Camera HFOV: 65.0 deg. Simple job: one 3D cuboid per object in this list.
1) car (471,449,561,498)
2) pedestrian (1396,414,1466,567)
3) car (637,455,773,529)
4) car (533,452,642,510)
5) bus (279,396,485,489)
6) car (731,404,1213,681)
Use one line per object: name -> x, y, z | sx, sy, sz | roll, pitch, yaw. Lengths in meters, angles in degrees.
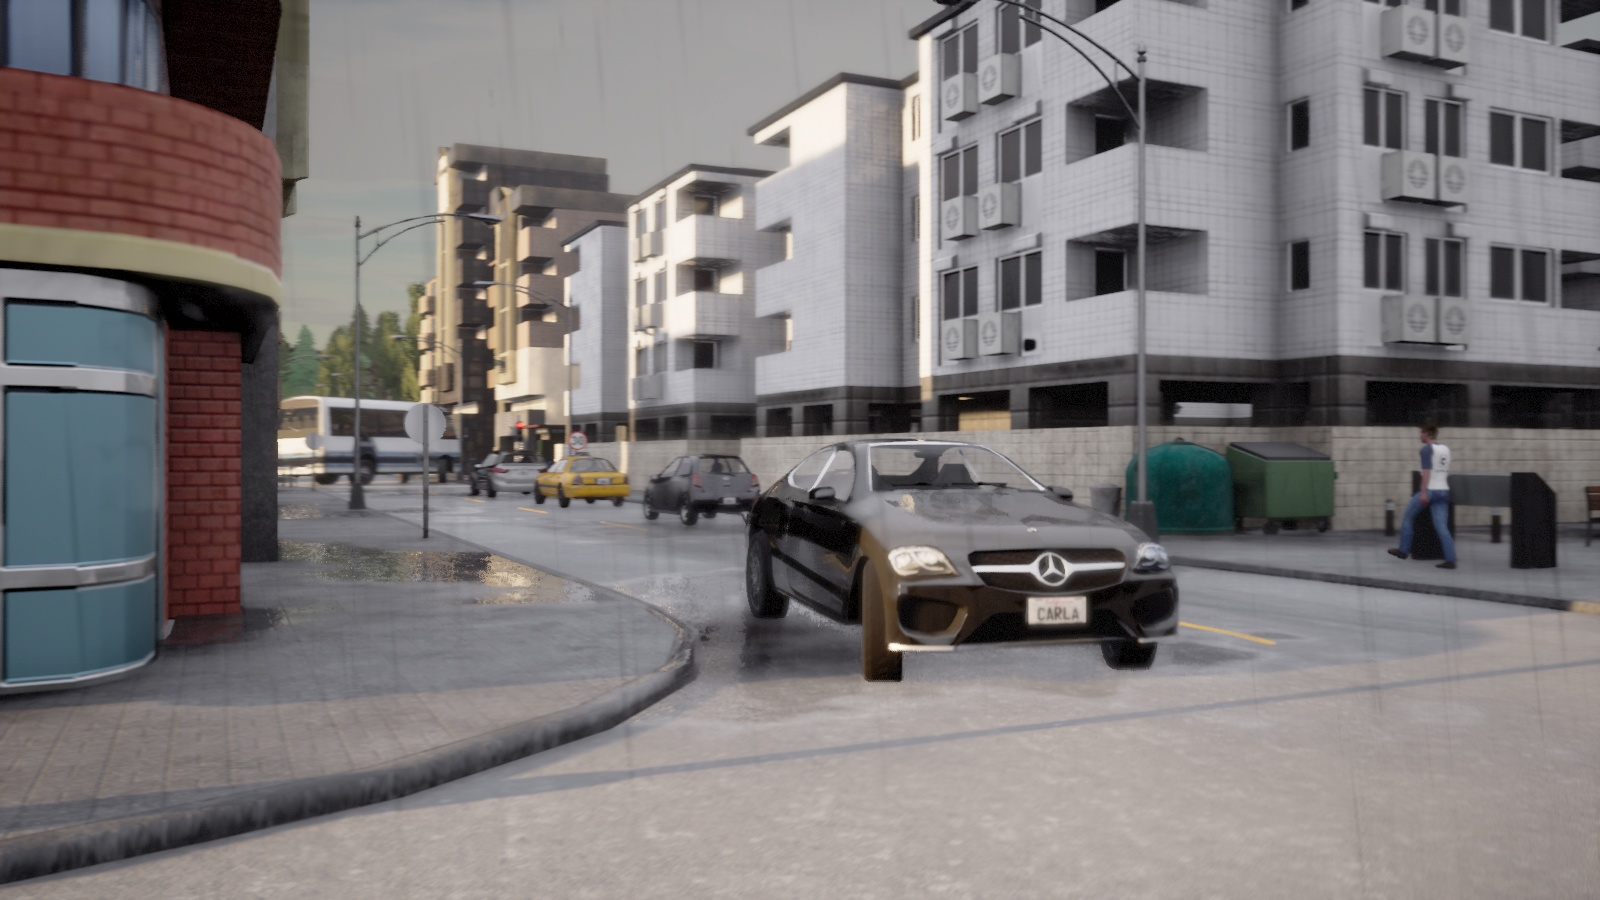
car -> -10.342, 0.810, 45.461 | 2.242, 1.667, 4.611 | 0, 0, -25
pedestrian -> 7.768, 0.485, 15.471 | 0.354, 1.836, 0.706 | 0, 0, -23
car -> -2.163, 0.877, 27.741 | 1.845, 1.501, 3.633 | 0, 0, -25
car -> -6.282, 0.853, 36.650 | 1.801, 1.575, 5.366 | 0, 0, -25
bus -> -21.180, -0.295, 64.530 | 3.944, 4.253, 10.273 | -3, -2, 25
car -> 0.976, 0.561, 10.192 | 2.152, 1.651, 5.027 | 0, 0, -14
